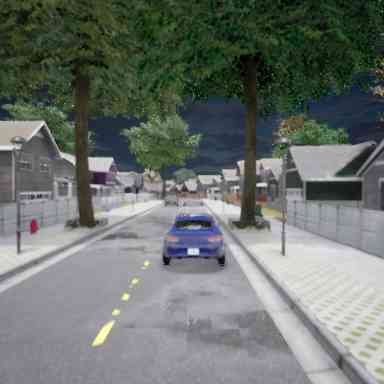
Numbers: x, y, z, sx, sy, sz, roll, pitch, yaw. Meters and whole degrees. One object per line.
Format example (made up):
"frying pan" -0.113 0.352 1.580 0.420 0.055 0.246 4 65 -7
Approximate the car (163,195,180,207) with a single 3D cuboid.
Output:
"car" -2.758 1.162 45.077 1.837 1.490 4.892 0 0 0

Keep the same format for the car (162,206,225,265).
"car" 0.092 1.402 11.119 1.812 1.442 4.674 0 0 1

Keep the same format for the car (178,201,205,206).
"car" 0.126 1.356 26.739 1.895 1.301 4.718 0 0 0
